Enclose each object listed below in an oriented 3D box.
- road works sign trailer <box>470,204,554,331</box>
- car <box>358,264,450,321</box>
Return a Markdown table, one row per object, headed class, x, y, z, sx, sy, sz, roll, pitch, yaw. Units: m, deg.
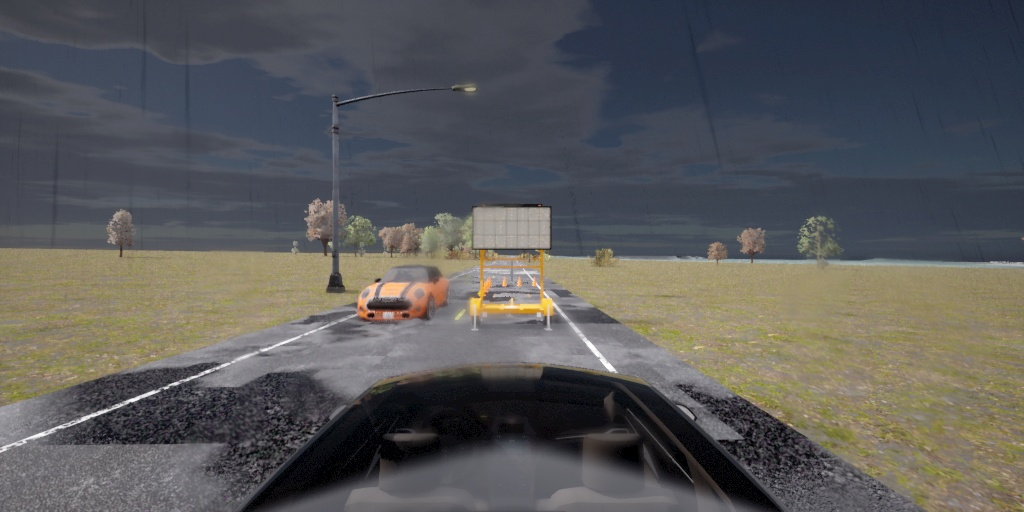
| class | x | y | z | sx | sy | sz | roll | pitch | yaw |
| --- | --- | --- | --- | --- | --- | --- | --- | --- | --- |
| road works sign trailer | -0.003 | 0.215 | 11.018 | 2.380 | 3.560 | 2.880 | 0 | 0 | 0 |
| car | -3.503 | 1.102 | 12.406 | 2.097 | 1.767 | 4.553 | 0 | 0 | 0 |
